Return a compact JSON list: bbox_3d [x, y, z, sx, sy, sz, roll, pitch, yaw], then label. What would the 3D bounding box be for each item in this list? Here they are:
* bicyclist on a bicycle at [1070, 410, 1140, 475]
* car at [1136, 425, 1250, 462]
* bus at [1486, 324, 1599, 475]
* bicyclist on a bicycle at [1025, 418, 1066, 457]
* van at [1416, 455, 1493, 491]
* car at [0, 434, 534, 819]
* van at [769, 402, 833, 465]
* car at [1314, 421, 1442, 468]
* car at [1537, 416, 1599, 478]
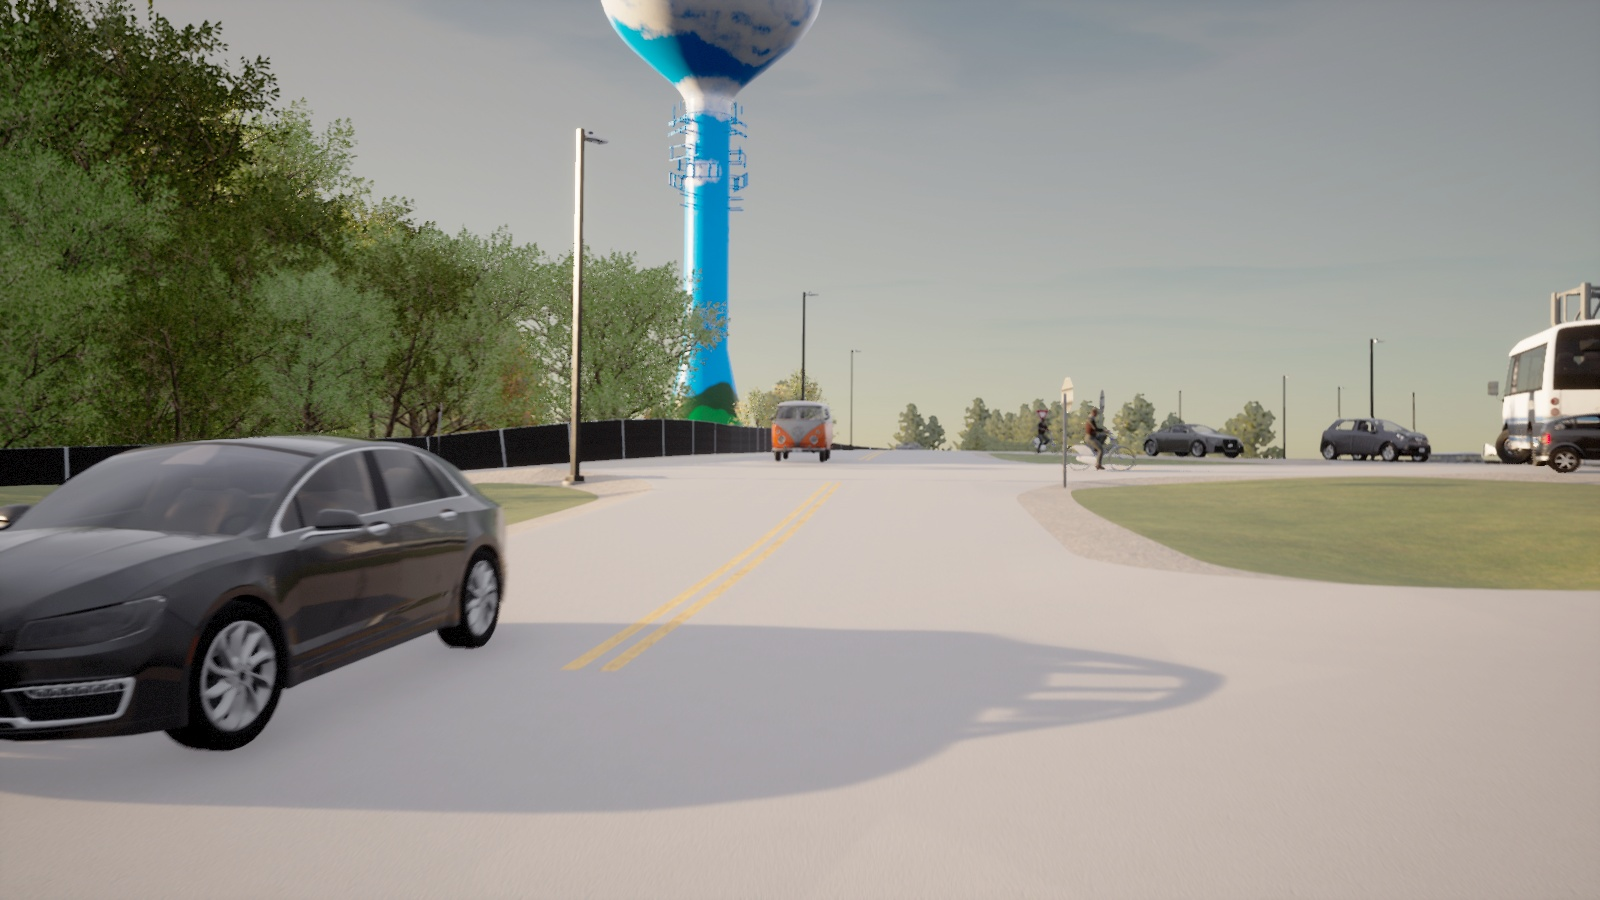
[{"bbox_3d":[8.375,-0.211,34.576,1.843,1.776,0.659,0,0,13],"label":"bicyclist on a bicycle"},{"bbox_3d":[15.913,-0.270,50.998,1.994,1.385,4.181,1,0,-28],"label":"car"},{"bbox_3d":[24.615,-1.489,39.862,3.944,4.253,10.273,1,1,23],"label":"bus"},{"bbox_3d":[11.466,-0.584,58.684,0.659,1.776,1.843,1,0,-37],"label":"bicyclist on a bicycle"},{"bbox_3d":[37.322,1.311,71.733,1.775,1.987,4.442,1,-1,-6],"label":"van"},{"bbox_3d":[-3.365,0.666,7.503,1.837,1.490,4.892,1,1,9],"label":"car"},{"bbox_3d":[0.092,-0.588,41.990,1.775,1.987,4.442,0,2,5],"label":"van"},{"bbox_3d":[19.830,-0.201,43.208,1.845,1.501,3.633,1,0,-25],"label":"car"},{"bbox_3d":[21.082,-0.066,32.151,3.705,1.549,1.789,1,0,28],"label":"car"}]
